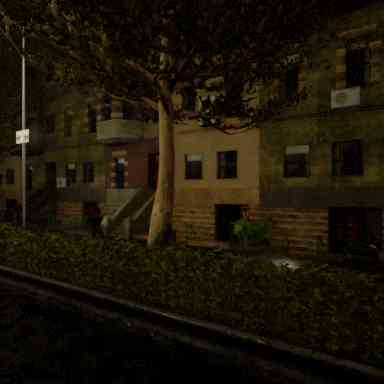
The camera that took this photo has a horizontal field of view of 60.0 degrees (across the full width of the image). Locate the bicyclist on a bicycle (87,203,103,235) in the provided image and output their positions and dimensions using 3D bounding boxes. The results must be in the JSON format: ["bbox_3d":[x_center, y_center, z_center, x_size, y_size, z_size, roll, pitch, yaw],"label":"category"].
[{"bbox_3d":[-3.993,1.296,13.690,0.582,1.620,1.656,0,0,-36],"label":"bicyclist on a bicycle"}]
